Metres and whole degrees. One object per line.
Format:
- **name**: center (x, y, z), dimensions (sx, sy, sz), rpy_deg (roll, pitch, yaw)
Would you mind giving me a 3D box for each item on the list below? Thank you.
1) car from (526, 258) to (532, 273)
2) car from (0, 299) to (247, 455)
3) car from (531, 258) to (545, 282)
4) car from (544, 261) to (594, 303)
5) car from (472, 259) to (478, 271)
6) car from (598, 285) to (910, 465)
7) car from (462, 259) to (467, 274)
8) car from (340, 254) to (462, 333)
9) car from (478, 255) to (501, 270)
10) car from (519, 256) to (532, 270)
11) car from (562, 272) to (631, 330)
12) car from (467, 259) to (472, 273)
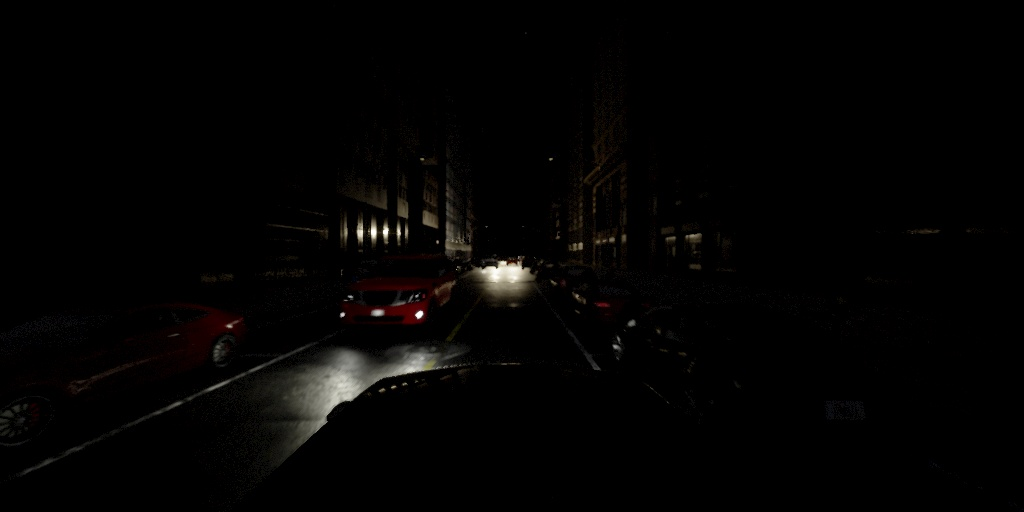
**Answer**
- **car**: center (2.767, 1.179, 38.834), dimensions (1.751, 1.417, 4.829), rpy_deg (0, 0, 0)
- **car**: center (-5.762, 1.323, 5.038), dimensions (1.802, 1.307, 4.207), rpy_deg (0, 0, 0)
- **car**: center (2.766, 1.122, 27.460), dimensions (1.967, 1.591, 4.097), rpy_deg (0, 0, 0)
- **car**: center (2.765, 1.151, 16.257), dimensions (1.967, 1.591, 4.097), rpy_deg (0, 0, 0)
- **car**: center (-5.757, 1.081, 44.253), dimensions (1.967, 1.591, 4.097), rpy_deg (0, 0, 0)
- **car**: center (2.763, 1.306, 5.054), dimensions (1.948, 1.339, 4.313), rpy_deg (0, 0, 0)
- **car**: center (-5.759, 0.983, 33.049), dimensions (2.192, 1.841, 5.009), rpy_deg (0, 0, 0)
- **car**: center (-3.097, 0.947, 11.038), dimensions (2.150, 2.045, 5.566), rpy_deg (0, 0, 0)
- **car**: center (-3.068, 0.848, 50.798), dimensions (2.150, 2.045, 5.566), rpy_deg (0, 0, 0)
- **car**: center (2.393, 0.979, 50.172), dimensions (2.097, 1.767, 4.553), rpy_deg (0, 0, 0)
- **car**: center (2.764, 1.308, 10.656), dimensions (1.802, 1.307, 4.207), rpy_deg (0, 0, 0)
- **car**: center (-5.758, 1.236, 38.651), dimensions (1.802, 1.307, 4.207), rpy_deg (0, 0, 0)
